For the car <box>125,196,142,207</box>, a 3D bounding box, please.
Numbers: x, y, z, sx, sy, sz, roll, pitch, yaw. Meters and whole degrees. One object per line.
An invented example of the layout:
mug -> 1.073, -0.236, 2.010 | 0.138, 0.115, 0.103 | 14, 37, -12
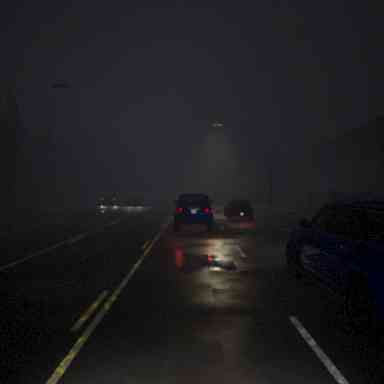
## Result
car -> -7.597, 1.232, 43.836 | 1.994, 1.385, 4.181 | 0, 0, -5

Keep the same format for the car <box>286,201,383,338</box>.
car -> 3.597, 1.171, 6.635 | 2.150, 2.045, 5.566 | 0, 0, 0

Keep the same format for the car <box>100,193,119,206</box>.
car -> -11.341, 1.005, 46.132 | 2.097, 1.767, 4.553 | 0, 0, -6

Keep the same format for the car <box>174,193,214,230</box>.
car -> 0.092, 1.076, 19.848 | 2.150, 2.045, 5.566 | 0, 1, 0

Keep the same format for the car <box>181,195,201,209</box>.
car -> -0.174, 1.191, 40.777 | 2.128, 1.511, 4.902 | 0, 1, -3

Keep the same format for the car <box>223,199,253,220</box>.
car -> 3.594, 1.309, 26.341 | 1.837, 1.490, 4.892 | 0, 0, 0
